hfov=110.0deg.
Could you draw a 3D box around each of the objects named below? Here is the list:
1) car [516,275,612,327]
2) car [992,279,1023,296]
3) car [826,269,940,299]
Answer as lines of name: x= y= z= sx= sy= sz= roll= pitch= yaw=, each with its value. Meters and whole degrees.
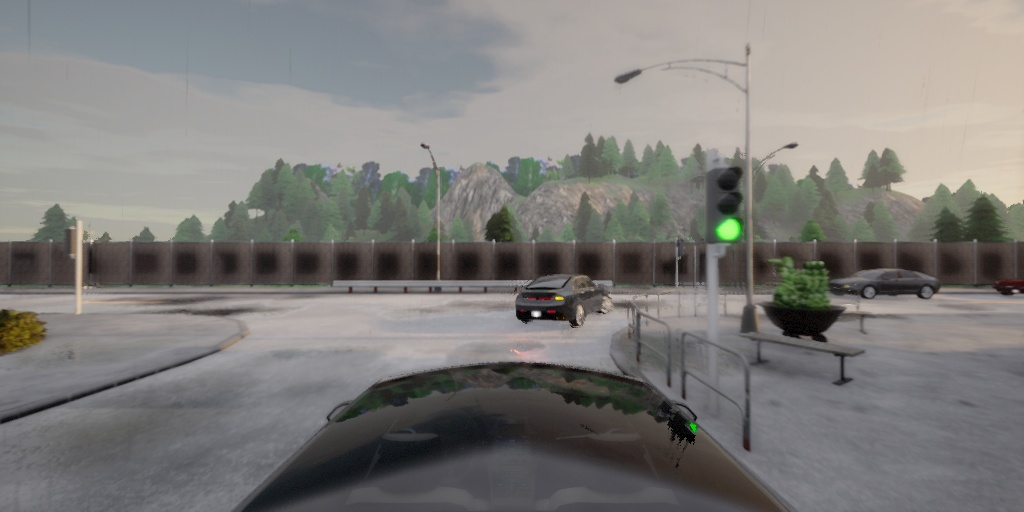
car: x=1.875 y=1.365 z=12.100 sx=1.837 sy=1.490 sz=4.892 roll=-3 pitch=-2 yaw=30
car: x=28.551 y=1.531 z=18.782 sx=4.718 sy=1.301 sz=1.895 roll=0 pitch=-1 yaw=0
car: x=19.295 y=1.434 z=18.779 sx=4.892 sy=1.490 sz=1.837 roll=0 pitch=-1 yaw=0
